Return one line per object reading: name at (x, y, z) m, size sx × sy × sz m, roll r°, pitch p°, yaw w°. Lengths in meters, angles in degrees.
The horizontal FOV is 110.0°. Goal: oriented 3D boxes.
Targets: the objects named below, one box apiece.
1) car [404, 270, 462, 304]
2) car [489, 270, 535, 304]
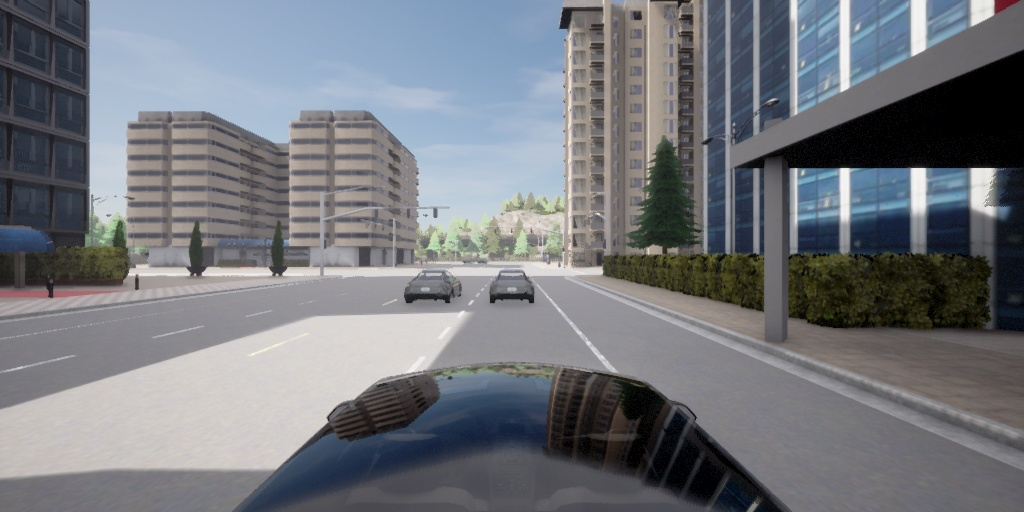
car at (-3.500, 1.320, 16.500) m, size 1.994 × 1.385 × 4.181 m, roll 0°, pitch 0°, yaw 0°
car at (0.000, 1.320, 16.500) m, size 1.994 × 1.385 × 4.181 m, roll 0°, pitch 0°, yaw 0°
